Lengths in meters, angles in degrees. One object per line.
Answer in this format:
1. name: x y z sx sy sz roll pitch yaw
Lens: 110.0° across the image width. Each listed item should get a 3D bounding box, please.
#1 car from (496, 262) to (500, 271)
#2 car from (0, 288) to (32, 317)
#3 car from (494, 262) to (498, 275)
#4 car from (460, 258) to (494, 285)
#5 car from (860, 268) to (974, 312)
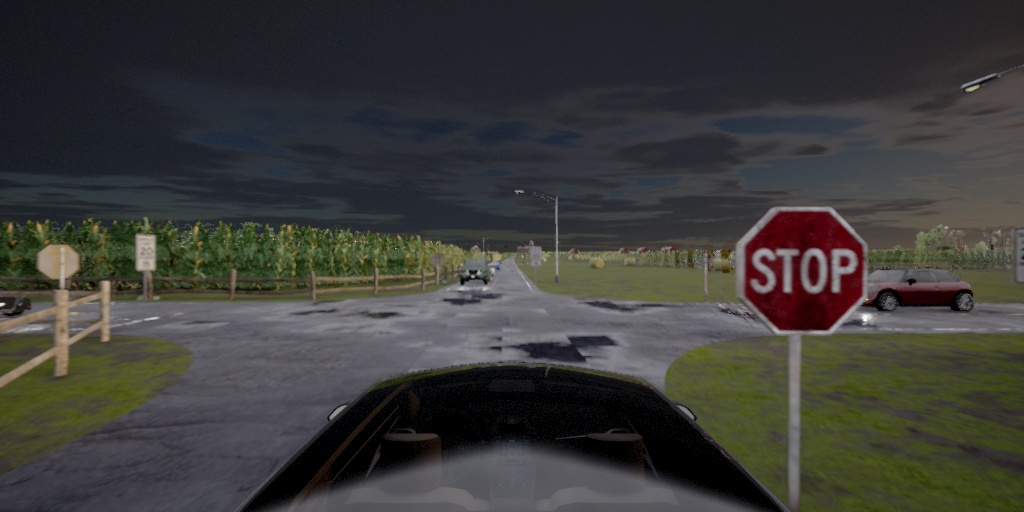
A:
1. car: -3.023 1.737 62.912 1.882 1.535 5.008 0 -1 0
2. car: -18.095 1.342 11.213 4.181 1.385 1.994 0 0 -1
3. car: -3.012 1.702 41.917 1.895 1.301 4.718 0 0 0
4. car: -2.957 1.223 29.773 2.150 2.045 5.566 0 -1 0
5. car: 15.892 1.285 14.856 4.553 1.767 2.097 0 0 -1
